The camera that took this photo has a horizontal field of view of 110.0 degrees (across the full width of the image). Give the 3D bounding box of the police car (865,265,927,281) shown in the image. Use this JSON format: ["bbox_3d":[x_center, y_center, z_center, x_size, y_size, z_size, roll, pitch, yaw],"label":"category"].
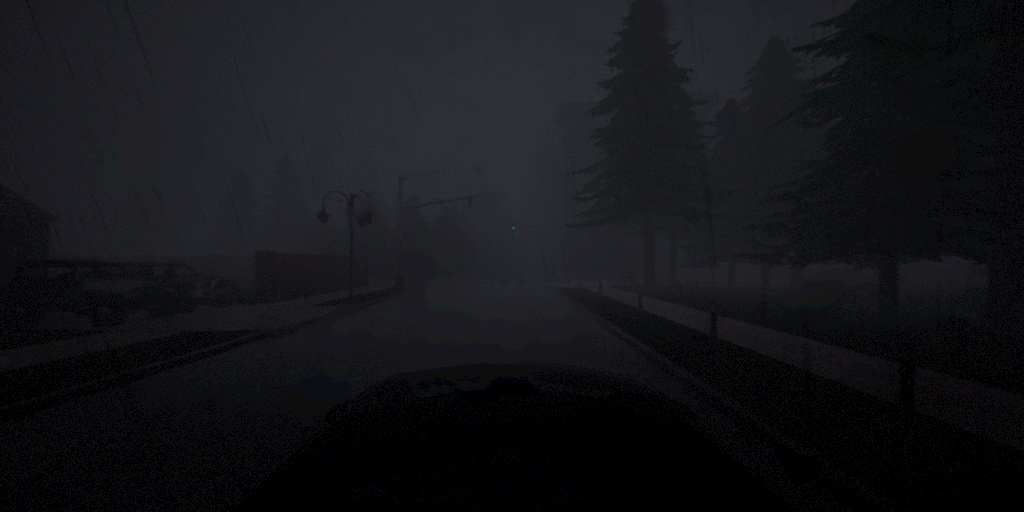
[{"bbox_3d":[39.474,1.764,37.120,4.974,1.542,2.038,0,-1,1],"label":"police car"}]

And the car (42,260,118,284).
[{"bbox_3d":[-42.488,1.586,35.354,4.553,1.767,2.097,0,-1,1],"label":"car"}]
